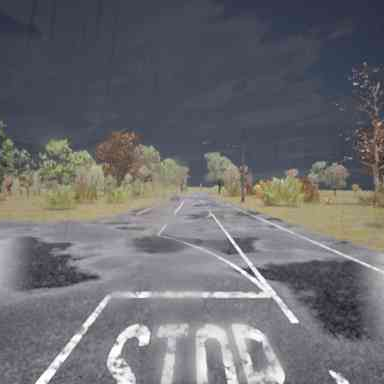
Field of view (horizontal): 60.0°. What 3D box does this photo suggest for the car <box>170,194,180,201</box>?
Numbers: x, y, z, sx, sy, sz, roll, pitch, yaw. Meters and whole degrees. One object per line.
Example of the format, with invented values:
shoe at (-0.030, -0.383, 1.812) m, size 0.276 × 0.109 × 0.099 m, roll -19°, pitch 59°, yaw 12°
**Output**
car at (-3.366, 1.102, 66.791) m, size 1.837 × 1.490 × 4.892 m, roll 0°, pitch 1°, yaw 0°
